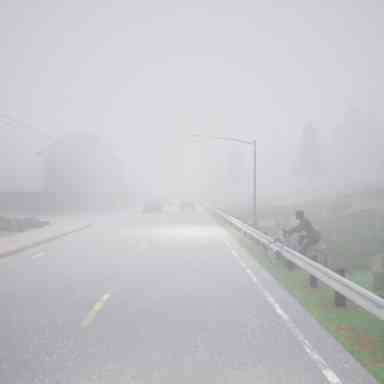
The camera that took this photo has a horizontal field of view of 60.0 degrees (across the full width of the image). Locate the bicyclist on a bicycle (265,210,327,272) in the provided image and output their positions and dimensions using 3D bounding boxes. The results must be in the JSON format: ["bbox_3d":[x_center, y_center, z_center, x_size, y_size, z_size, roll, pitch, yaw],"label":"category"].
[{"bbox_3d":[2.926,1.334,9.055,1.656,1.620,0.582,13,4,13],"label":"bicyclist on a bicycle"}]

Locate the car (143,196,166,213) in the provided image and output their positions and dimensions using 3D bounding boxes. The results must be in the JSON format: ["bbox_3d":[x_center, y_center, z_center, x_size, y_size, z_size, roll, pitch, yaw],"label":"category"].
[{"bbox_3d":[-4.197,1.477,36.422,1.882,1.535,5.008,0,0,-1],"label":"car"}]

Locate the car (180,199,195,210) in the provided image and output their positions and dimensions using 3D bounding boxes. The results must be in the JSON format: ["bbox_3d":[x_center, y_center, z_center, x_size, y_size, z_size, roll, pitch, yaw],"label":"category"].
[{"bbox_3d":[-0.623,1.600,43.869,1.895,1.301,4.718,0,0,-1],"label":"car"}]

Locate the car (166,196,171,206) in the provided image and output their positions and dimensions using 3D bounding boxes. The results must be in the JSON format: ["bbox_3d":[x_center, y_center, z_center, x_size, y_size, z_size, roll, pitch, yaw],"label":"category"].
[{"bbox_3d":[-4.514,1.491,56.392,2.128,1.511,4.902,0,0,-1],"label":"car"}]
